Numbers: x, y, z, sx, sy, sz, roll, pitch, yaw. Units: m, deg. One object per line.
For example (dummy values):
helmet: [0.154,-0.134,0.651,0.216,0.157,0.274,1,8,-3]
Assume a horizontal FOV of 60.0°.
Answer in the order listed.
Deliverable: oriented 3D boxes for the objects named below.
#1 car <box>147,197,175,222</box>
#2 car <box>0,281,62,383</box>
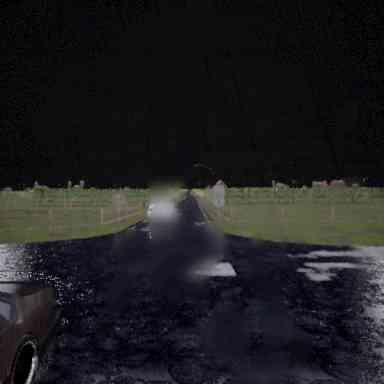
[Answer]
car: [-2.672,1.528,30.144,2.150,2.045,5.566,0,0,0]
car: [-2.740,1.576,2.368,2.033,1.411,5.357,0,-1,0]
